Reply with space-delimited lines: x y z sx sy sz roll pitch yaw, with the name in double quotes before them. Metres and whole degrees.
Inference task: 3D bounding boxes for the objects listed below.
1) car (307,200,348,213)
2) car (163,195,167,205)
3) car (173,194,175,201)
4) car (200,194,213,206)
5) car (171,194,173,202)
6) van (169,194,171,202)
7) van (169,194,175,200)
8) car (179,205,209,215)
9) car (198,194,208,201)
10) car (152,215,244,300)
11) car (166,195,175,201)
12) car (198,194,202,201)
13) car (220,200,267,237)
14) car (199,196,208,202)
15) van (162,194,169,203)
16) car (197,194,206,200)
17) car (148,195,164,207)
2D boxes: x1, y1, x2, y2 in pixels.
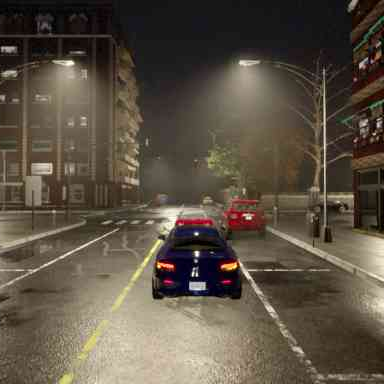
"car" 15.205 1.609 37.247 4.313 1.339 1.947 0 -1 1
"car" -5.688 1.619 56.246 1.802 1.307 4.206 1 0 0
"car" -5.692 1.611 78.402 2.008 1.369 4.403 1 0 0
"car" 2.692 1.563 56.413 1.752 1.417 4.829 1 0 0
"car" -5.692 1.636 72.863 1.802 1.307 4.206 1 0 0
"van" -5.686 1.389 67.324 1.690 1.788 3.998 1 0 0
"van" -5.692 1.422 95.017 1.690 1.788 3.998 1 0 0
"car" 0.097 1.609 18.025 1.895 1.301 4.718 0 0 0
"car" 2.690 1.382 83.933 2.192 1.841 5.009 1 0 0
"car" 0.100 1.529 8.281 1.812 1.442 4.674 0 0 0
"car" -5.695 1.624 89.479 2.008 1.369 4.403 1 0 0
"car" 2.689 1.604 72.856 2.008 1.369 4.403 1 0 0
"car" 2.704 1.323 18.212 2.192 1.841 5.009 1 0 0
"car" 2.687 1.626 78.395 1.947 1.339 4.313 1 0 0
"van" -5.685 1.383 61.785 1.690 1.788 3.998 1 0 0
"car" 2.688 1.396 95.009 2.192 1.841 5.009 1 0 0
"car" -5.687 1.614 50.709 1.802 1.307 4.206 1 0 0
